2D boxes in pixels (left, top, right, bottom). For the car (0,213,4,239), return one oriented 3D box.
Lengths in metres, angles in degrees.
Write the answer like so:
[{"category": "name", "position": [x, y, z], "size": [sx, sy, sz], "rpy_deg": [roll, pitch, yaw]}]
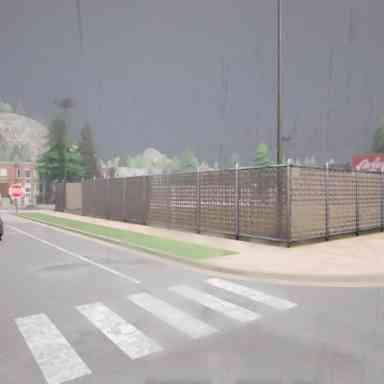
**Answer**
[{"category": "car", "position": [-10.468, 1.488, 16.341], "size": [2.128, 1.511, 4.902], "rpy_deg": [1, 0, -34]}]
